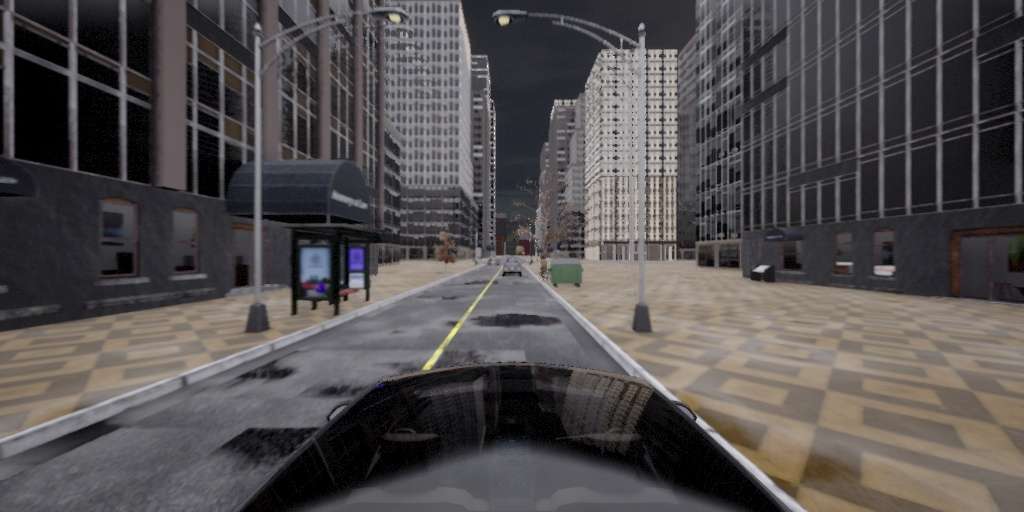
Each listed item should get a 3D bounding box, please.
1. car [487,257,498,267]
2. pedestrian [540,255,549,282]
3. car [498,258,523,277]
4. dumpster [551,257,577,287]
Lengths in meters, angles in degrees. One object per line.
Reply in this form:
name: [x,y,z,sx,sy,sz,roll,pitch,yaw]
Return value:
car: [-3.046,0.963,59.958,2.128,1.511,4.902,0,0,1]
pedestrian: [2.064,0.786,23.381,0.375,1.860,0.375,0,0,-1]
car: [0.018,1.147,33.704,2.033,1.411,5.357,0,0,0]
dumpster: [3.132,1.051,21.944,1.020,1.700,1.940,0,0,0]
